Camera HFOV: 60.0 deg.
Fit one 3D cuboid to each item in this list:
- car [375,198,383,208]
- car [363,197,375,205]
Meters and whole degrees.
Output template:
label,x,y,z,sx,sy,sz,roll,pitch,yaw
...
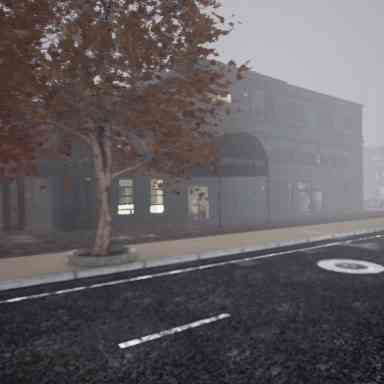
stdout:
label,x,y,z,sx,sy,sz,roll,pitch,yaw
car,27.575,1.588,44.576,1.947,1.339,4.313,-2,0,-36
car,29.488,1.546,56.333,2.008,1.369,4.403,-2,0,-36
